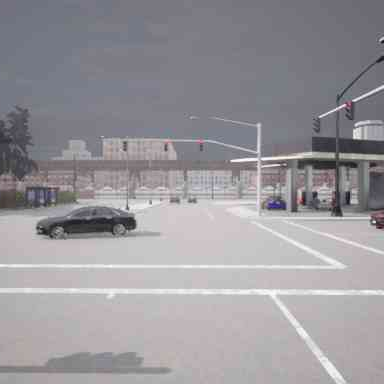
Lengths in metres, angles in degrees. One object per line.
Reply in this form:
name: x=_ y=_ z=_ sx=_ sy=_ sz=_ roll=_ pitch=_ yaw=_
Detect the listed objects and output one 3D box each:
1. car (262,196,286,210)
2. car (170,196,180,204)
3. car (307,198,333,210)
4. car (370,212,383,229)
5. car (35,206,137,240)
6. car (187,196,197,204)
car: x=9.735 y=1.295 z=39.683 sx=2.242 sy=1.667 sz=4.611 roll=0 pitch=0 yaw=0
car: x=-3.358 y=1.491 z=66.287 sx=2.128 sy=1.511 sz=4.902 roll=0 pitch=0 yaw=0
car: x=15.480 y=1.456 z=40.442 sx=1.970 sy=1.475 sz=3.806 roll=0 pitch=0 yaw=0
car: x=13.153 y=1.478 z=19.536 sx=5.008 sy=1.535 sz=1.882 roll=0 pitch=0 yaw=-1
car: x=-5.259 y=1.505 z=16.885 sx=4.892 sy=1.490 sz=1.837 roll=0 pitch=-1 yaw=-22
car: x=0.040 y=1.547 z=64.364 sx=2.033 sy=1.411 sz=5.357 roll=0 pitch=0 yaw=0
